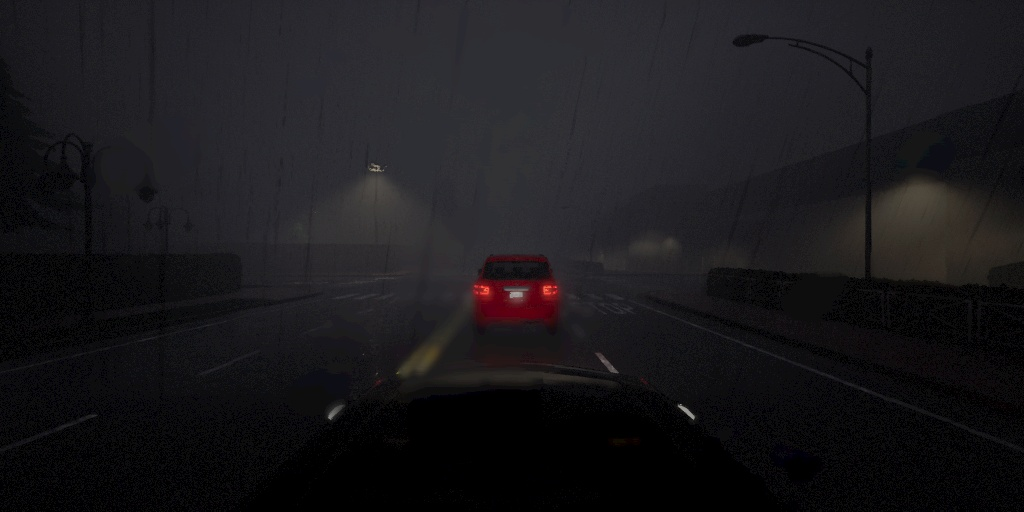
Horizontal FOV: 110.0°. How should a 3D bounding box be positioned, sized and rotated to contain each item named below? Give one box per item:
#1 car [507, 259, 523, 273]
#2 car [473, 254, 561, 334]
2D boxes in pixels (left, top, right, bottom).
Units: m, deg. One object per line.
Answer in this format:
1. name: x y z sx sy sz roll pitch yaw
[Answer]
1. car: 0.361 1.228 45.613 1.882 1.535 5.008 0 0 1
2. car: 0.122 0.971 10.760 2.150 2.045 5.566 0 0 0
